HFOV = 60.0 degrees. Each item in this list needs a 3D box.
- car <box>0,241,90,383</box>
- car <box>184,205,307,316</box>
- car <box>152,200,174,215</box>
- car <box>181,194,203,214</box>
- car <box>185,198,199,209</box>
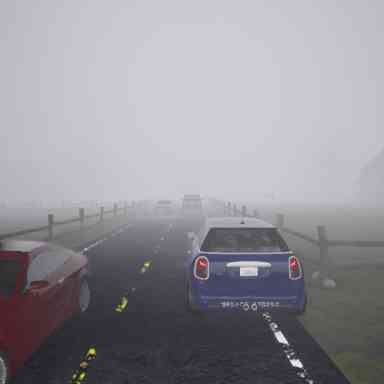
[{"bbox_3d":[-2.863,1.524,4.809,1.812,1.442,4.674,0,0,0],"label":"car"},{"bbox_3d":[0.947,1.349,7.682,2.097,1.767,4.553,0,0,0],"label":"car"},{"bbox_3d":[-2.816,1.529,33.720,1.812,1.442,4.674,0,0,0],"label":"car"},{"bbox_3d":[0.002,1.226,35.716,2.150,2.045,5.566,0,0,0],"label":"car"},{"bbox_3d":[-0.040,1.537,46.361,1.812,1.442,4.674,0,0,0],"label":"car"}]
